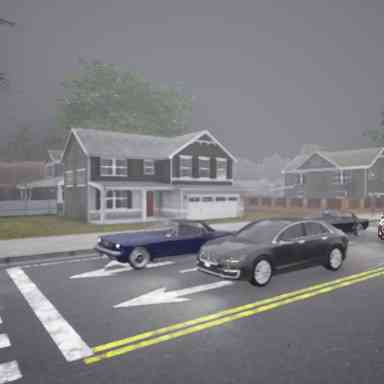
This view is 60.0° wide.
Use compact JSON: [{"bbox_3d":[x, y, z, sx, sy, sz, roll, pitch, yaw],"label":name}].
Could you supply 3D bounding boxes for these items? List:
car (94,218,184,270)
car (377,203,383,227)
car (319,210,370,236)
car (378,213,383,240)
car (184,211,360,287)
[{"bbox_3d":[-0.742,1.587,11.138,4.718,1.301,1.895,0,0,-35],"label":"car"},{"bbox_3d":[14.351,1.442,21.856,4.892,1.490,1.837,0,0,-35],"label":"car"},{"bbox_3d":[6.720,1.562,16.467,4.718,1.301,1.895,0,0,-35],"label":"car"},{"bbox_3d":[10.413,1.308,15.094,4.553,1.767,2.097,0,0,-35],"label":"car"},{"bbox_3d":[2.403,1.487,9.346,4.892,1.490,1.837,0,0,-33],"label":"car"}]
